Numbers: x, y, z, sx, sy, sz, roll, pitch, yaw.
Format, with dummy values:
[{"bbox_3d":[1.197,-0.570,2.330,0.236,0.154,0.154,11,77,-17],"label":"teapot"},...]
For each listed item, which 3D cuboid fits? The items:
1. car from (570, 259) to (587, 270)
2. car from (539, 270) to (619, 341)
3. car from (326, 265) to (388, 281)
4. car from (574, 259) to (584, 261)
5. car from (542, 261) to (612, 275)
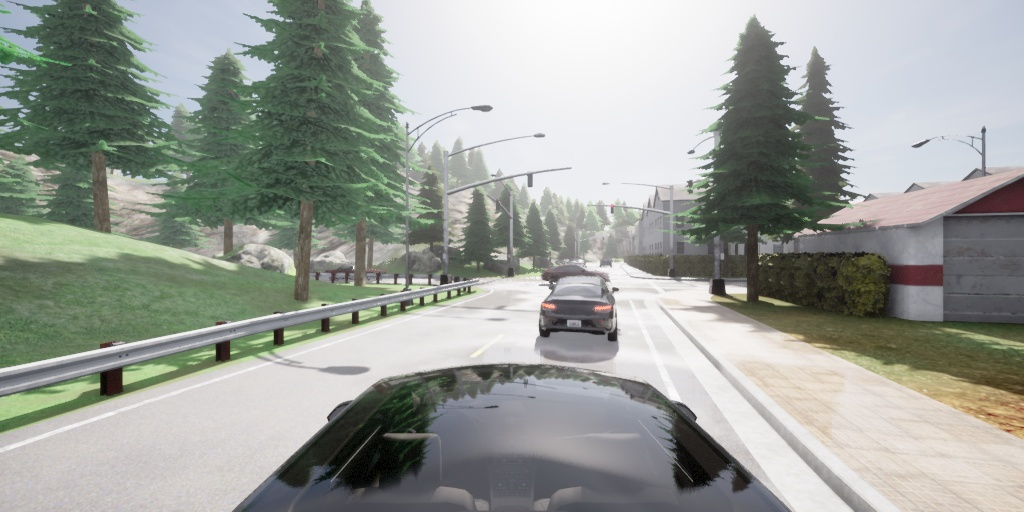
[{"bbox_3d":[9.867,1.241,52.863,2.128,1.511,4.902,0,0,15],"label":"car"},{"bbox_3d":[1.922,1.276,9.878,1.812,1.442,4.674,0,0,15],"label":"car"},{"bbox_3d":[-12.583,1.366,29.209,4.718,1.301,1.895,0,0,15],"label":"car"},{"bbox_3d":[7.197,1.314,43.169,1.994,1.385,4.181,0,0,15],"label":"car"},{"bbox_3d":[4.365,1.284,24.684,4.674,1.442,1.812,0,0,15],"label":"car"}]
